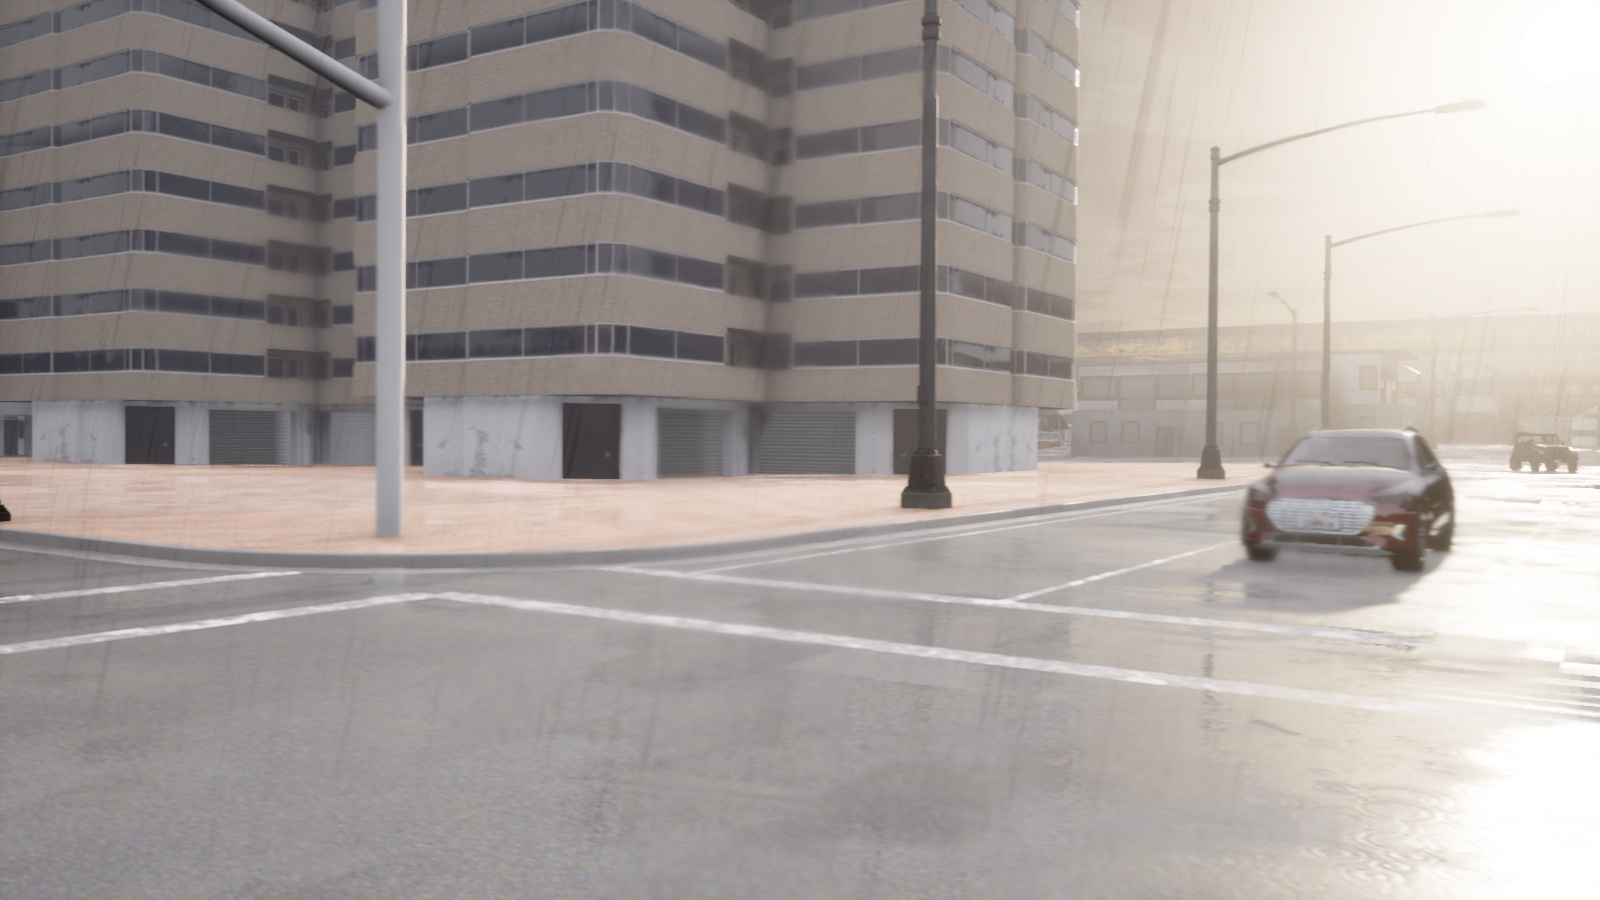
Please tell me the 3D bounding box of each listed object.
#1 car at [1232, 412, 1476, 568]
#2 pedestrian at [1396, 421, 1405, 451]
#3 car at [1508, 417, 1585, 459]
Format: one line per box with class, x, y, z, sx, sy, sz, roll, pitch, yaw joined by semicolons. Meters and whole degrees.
car;7.119;0.381;15.813;2.033;1.649;4.856;0;1;33
pedestrian;36.388;-0.851;76.070;0.431;1.840;0.703;0;1;29
car;34.693;-0.569;58.461;1.905;1.878;3.866;0;0;11
